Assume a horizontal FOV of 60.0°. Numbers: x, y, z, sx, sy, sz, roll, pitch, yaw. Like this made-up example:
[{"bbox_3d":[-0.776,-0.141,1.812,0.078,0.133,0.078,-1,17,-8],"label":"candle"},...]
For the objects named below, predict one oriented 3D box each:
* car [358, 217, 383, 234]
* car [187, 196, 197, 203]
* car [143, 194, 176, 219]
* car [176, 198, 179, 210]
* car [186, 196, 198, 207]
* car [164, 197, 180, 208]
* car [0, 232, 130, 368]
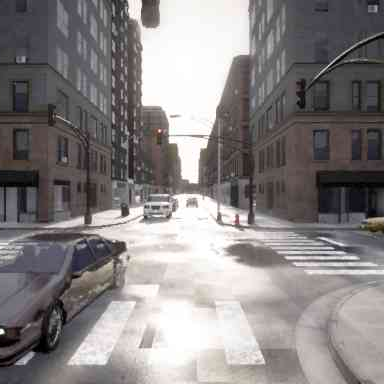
[{"bbox_3d":[11.606,1.555,17.912,4.829,1.417,1.752,0,0,0],"label":"car"},{"bbox_3d":[-0.005,1.570,70.069,1.895,1.301,4.718,0,0,0],"label":"car"},{"bbox_3d":[-2.893,1.218,29.207,2.150,2.045,5.566,0,0,0],"label":"car"},{"bbox_3d":[-2.904,1.344,39.472,2.097,1.767,4.553,0,0,0],"label":"car"},{"bbox_3d":[0.018,1.532,52.257,2.033,1.411,5.357,0,0,0],"label":"car"},{"bbox_3d":[-2.919,1.534,49.754,2.033,1.411,5.357,0,0,0],"label":"car"},{"bbox_3d":[-2.686,1.547,6.435,2.033,1.411,5.357,0,0,5],"label":"car"}]
